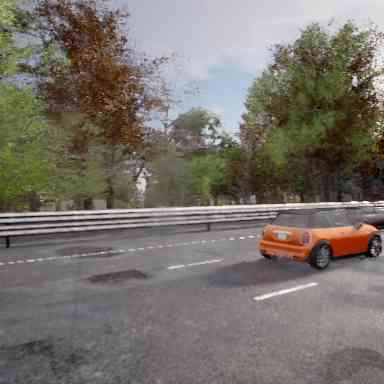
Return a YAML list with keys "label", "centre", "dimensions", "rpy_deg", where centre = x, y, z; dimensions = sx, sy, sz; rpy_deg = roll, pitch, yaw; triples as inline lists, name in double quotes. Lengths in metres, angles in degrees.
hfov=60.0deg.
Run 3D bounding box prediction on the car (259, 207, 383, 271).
- label: "car"
  centre: [4.434, 1.359, 11.212]
  dimensions: [4.553, 1.767, 2.097]
  rpy_deg: [0, 0, -36]
